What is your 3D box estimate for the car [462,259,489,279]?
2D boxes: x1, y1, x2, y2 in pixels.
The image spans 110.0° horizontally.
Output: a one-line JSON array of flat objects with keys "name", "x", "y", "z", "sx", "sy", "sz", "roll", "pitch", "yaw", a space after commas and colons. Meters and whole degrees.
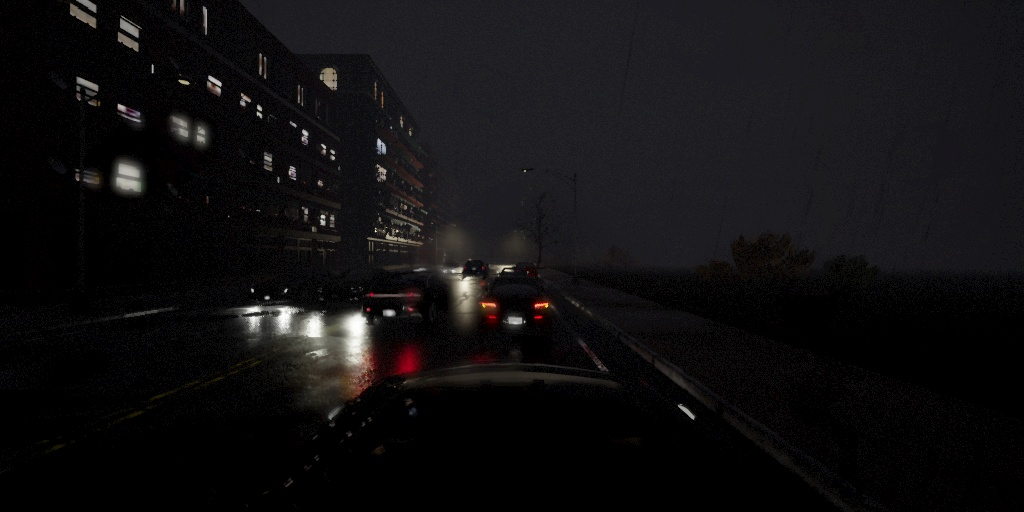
[{"name": "car", "x": -3.215, "y": 1.105, "z": 32.560, "sx": 2.097, "sy": 1.767, "sz": 4.553, "roll": 0, "pitch": 0, "yaw": 0}]

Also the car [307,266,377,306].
[{"name": "car", "x": -6.630, "y": 1.230, "z": 15.888, "sx": 1.882, "sy": 1.535, "sz": 5.008, "roll": 0, "pitch": 0, "yaw": 0}]

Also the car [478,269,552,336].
[{"name": "car", "x": 0.074, "y": 1.277, "z": 10.282, "sx": 1.812, "sy": 1.442, "sz": 4.674, "roll": 0, "pitch": 0, "yaw": 0}]

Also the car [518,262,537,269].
[{"name": "car", "x": 1.079, "y": 1.232, "z": 29.977, "sx": 1.882, "sy": 1.535, "sz": 5.008, "roll": 0, "pitch": 0, "yaw": 0}]

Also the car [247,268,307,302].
[{"name": "car", "x": -9.881, "y": 1.299, "z": 17.124, "sx": 2.033, "sy": 1.411, "sz": 5.357, "roll": 0, "pitch": 0, "yaw": 0}]

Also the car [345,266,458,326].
[{"name": "car", "x": -3.172, "y": 1.244, "z": 11.668, "sx": 2.128, "sy": 1.511, "sz": 4.902, "roll": 0, "pitch": 0, "yaw": 0}]

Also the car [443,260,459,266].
[{"name": "car", "x": -9.951, "y": 1.353, "z": 58.431, "sx": 1.895, "sy": 1.301, "sz": 4.718, "roll": 0, "pitch": 0, "yaw": 0}]

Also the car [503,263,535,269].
[{"name": "car", "x": 0.062, "y": 1.317, "z": 20.449, "sx": 1.994, "sy": 1.385, "sz": 4.181, "roll": 0, "pitch": 0, "yaw": 0}]
